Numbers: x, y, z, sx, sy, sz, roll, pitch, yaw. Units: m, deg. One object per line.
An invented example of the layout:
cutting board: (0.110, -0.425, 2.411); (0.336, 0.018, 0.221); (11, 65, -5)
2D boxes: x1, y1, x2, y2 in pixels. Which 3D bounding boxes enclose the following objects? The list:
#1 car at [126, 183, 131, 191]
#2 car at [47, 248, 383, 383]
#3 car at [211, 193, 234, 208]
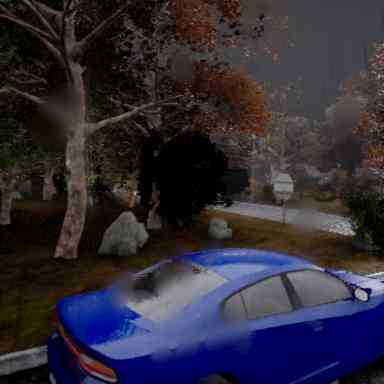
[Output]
car: (-8.158, -0.726, 48.285); (1.994, 1.385, 4.181); (2, 3, -29)
car: (0.882, 1.493, 4.249); (5.008, 1.535, 2.097); (0, 0, -32)
car: (1.804, 0.609, 30.376); (1.895, 1.301, 4.718); (2, 2, -29)
